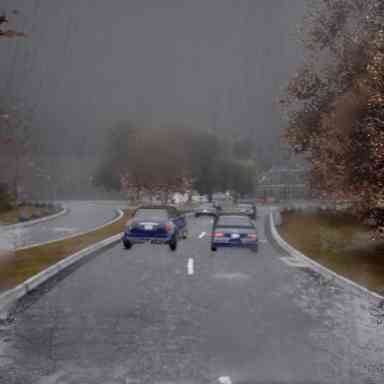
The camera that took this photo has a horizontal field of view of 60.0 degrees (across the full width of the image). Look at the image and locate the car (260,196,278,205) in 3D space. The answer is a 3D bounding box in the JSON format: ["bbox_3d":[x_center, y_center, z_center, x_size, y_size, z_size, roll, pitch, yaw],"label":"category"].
[{"bbox_3d":[15.608,1.809,72.050,2.097,1.767,4.553,1,-1,-28],"label":"car"}]

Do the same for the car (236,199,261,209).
[{"bbox_3d":[4.673,1.568,28.798,2.033,1.411,5.357,1,0,13],"label":"car"}]

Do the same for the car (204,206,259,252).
[{"bbox_3d":[1.782,1.594,14.308,2.033,1.411,5.357,1,0,5],"label":"car"}]

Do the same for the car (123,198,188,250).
[{"bbox_3d":[-1.435,1.352,14.690,2.097,1.767,4.553,1,0,6],"label":"car"}]

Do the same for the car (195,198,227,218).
[{"bbox_3d":[1.589,1.547,29.806,1.994,1.385,4.181,1,0,14],"label":"car"}]
